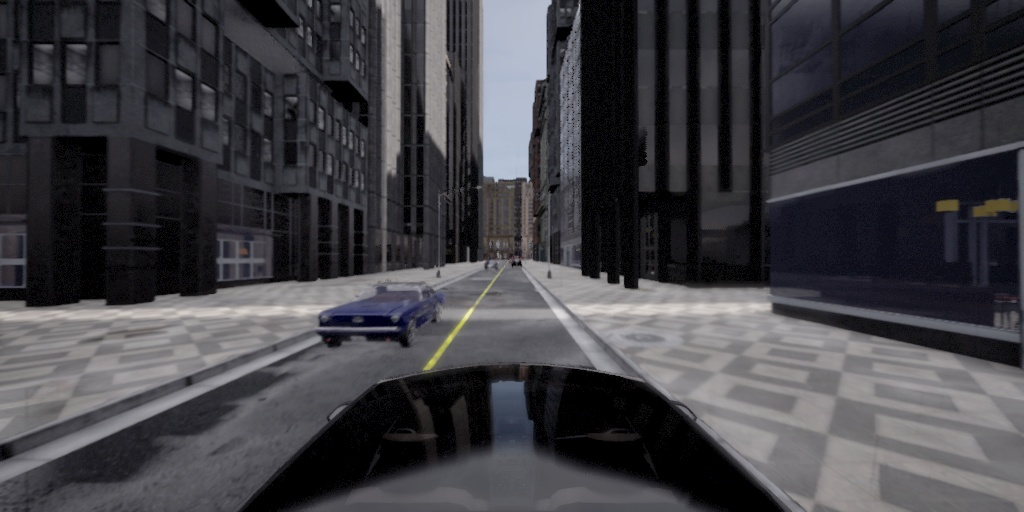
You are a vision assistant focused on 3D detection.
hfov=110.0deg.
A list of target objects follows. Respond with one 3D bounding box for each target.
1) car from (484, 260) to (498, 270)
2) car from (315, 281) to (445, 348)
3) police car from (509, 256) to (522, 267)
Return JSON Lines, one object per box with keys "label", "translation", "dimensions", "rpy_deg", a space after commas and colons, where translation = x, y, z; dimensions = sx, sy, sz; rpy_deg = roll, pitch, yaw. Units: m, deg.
{"label": "car", "translation": [-3.057, 1.272, 52.674], "dimensions": [2.128, 1.511, 4.902], "rpy_deg": [0, 0, 0]}
{"label": "car", "translation": [-3.102, 1.363, 9.453], "dimensions": [1.895, 1.301, 4.718], "rpy_deg": [0, 0, 0]}
{"label": "police car", "translation": [0.901, 1.221, 65.199], "dimensions": [1.930, 1.638, 5.238], "rpy_deg": [0, 0, 0]}
